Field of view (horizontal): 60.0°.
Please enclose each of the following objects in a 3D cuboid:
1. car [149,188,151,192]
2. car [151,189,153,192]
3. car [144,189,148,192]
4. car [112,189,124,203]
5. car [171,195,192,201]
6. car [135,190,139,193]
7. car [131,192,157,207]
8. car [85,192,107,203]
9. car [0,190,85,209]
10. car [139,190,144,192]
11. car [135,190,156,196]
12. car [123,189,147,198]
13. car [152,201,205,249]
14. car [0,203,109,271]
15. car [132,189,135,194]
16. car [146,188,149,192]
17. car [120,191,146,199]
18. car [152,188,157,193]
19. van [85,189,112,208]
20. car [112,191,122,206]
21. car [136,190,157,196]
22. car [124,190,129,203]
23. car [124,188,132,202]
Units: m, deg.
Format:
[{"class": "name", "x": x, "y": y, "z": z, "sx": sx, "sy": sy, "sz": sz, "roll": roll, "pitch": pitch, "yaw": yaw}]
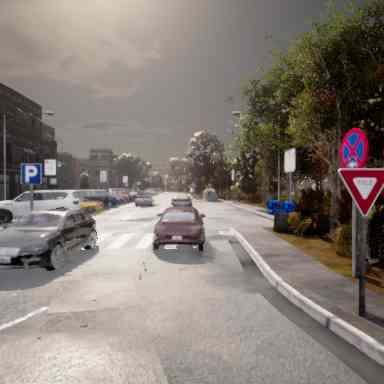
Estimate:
[{"class": "car", "x": -12.102, "y": 0.366, "z": 72.561, "sx": 4.553, "sy": 1.767, "sz": 2.185, "roll": -1, "pitch": 0, "yaw": -22}, {"class": "car", "x": -12.158, "y": 0.487, "z": 75.583, "sx": 4.792, "sy": 1.488, "sz": 2.163, "roll": -1, "pitch": 0, "yaw": -22}, {"class": "car", "x": -11.446, "y": 0.623, "z": 60.646, "sx": 5.366, "sy": 1.575, "sz": 1.946, "roll": -1, "pitch": 1, "yaw": -22}, {"class": "car", "x": -10.862, "y": 0.778, "z": 39.562, "sx": 4.553, "sy": 1.767, "sz": 2.185, "roll": -1, "pitch": 1, "yaw": -22}, {"class": "car", "x": -0.990, "y": 1.026, "z": 31.599, "sx": 2.128, "sy": 1.511, "sz": 4.902, "roll": 0, "pitch": 1, "yaw": -2}, {"class": "car", "x": -11.258, "y": 0.771, "z": 51.589, "sx": 4.792, "sy": 1.488, "sz": 2.163, "roll": -1, "pitch": 1, "yaw": -22}, {"class": "car", "x": -5.490, "y": 1.037, "z": 38.494, "sx": 1.895, "sy": 1.301, "sz": 4.718, "roll": 0, "pitch": 1, "yaw": -2}, {"class": "car", "x": -10.177, "y": 1.064, "z": 27.635, "sx": 5.366, "sy": 1.575, "sz": 1.946, "roll": -1, "pitch": 1, "yaw": -22}, {"class": "car", "x": -10.122, "y": 0.903, "z": 21.537, "sx": 5.566, "sy": 2.045, "sz": 2.435, "roll": -1, "pitch": 1, "yaw": -22}, {"class": "car", "x": -11.372, "y": 0.451, "z": 54.583, "sx": 5.566, "sy": 2.045, "sz": 2.435, "roll": -1, "pitch": 1, "yaw": -22}, {"class": "car", "x": -12.620, "y": 0.299, "z": 90.632, "sx": 5.366, "sy": 1.575, "sz": 1.946, "roll": -1, "pitch": 0, "yaw": -22}, {"class": "car", "x": -11.988, "y": 0.399, "z": 69.562, "sx": 4.553, "sy": 1.767, "sz": 2.185, "roll": -1, "pitch": 0, "yaw": -22}, {"class": "car", "x": -0.464, "y": 1.317, "z": 13.218, "sx": 1.812, "sy": 1.442, "sz": 4.674, "roll": 0, "pitch": 1, "yaw": 1}, {"class": "car", "x": -4.442, "y": 1.320, "z": 10.398, "sx": 2.128, "sy": 1.511, "sz": 4.902, "roll": 0, "pitch": 1, "yaw": 2}, {"class": "car", "x": -11.139, "y": 0.655, "z": 48.575, "sx": 4.553, "sy": 1.767, "sz": 2.185, "roll": -1, "pitch": 1, "yaw": -22}, {"class": "car", "x": -11.720, "y": 0.342, "z": 63.592, "sx": 5.566, "sy": 2.045, "sz": 2.435, "roll": -1, "pitch": 0, "yaw": -22}, {"class": "car", "x": -11.838, "y": 0.598, "z": 66.571, "sx": 4.674, "sy": 1.452, "sz": 2.002, "roll": -1, "pitch": 1, "yaw": -22}, {"class": "car", "x": -12.674, "y": 0.336, "z": 87.563, "sx": 4.892, "sy": 1.521, "sz": 2.231, "roll": -1, "pitch": 0, "yaw": -22}, {"class": "van", "x": -10.702, "y": 0.763, "z": 33.514, "sx": 4.442, "sy": 1.987, "sz": 1.878, "roll": -1, "pitch": 1, "yaw": -22}, {"class": "car", "x": -10.703, "y": 0.944, "z": 36.565, "sx": 5.008, "sy": 1.535, "sz": 2.097, "roll": -1, "pitch": 1, "yaw": -22}, {"class": "car", "x": -12.747, "y": 0.268, "z": 93.631, "sx": 5.366, "sy": 1.575, "sz": 1.946, "roll": -1, "pitch": 0, "yaw": -22}, {"class": "car", "x": -10.944, "y": 0.902, "z": 42.571, "sx": 4.674, "sy": 1.452, "sz": 2.002, "roll": -1, "pitch": 1, "yaw": -22}, {"class": "car", "x": -11.026, "y": 0.695, "z": 45.576, "sx": 4.553, "sy": 1.767, "sz": 2.185, "roll": -1, "pitch": 1, "yaw": -22}]
